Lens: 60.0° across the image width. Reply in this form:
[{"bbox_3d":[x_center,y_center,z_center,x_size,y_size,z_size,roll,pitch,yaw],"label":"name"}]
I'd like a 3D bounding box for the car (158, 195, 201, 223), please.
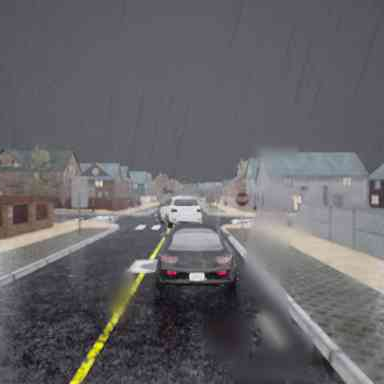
[{"bbox_3d":[-0.964,1.356,23.326,2.150,2.045,5.566,1,-1,-14],"label":"car"}]

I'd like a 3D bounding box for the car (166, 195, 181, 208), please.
[{"bbox_3d":[-2.926,1.492,54.737,2.150,2.045,5.566,0,0,1],"label":"car"}]

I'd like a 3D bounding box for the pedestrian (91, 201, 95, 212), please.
[{"bbox_3d":[-9.740,1.411,32.766,0.500,1.100,0.500,0,0,1],"label":"pedestrian"}]

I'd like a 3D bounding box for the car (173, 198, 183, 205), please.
[{"bbox_3d":[-2.871,1.895,68.752,1.994,1.385,4.181,0,0,0],"label":"car"}]

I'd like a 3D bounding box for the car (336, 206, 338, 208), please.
[{"bbox_3d":[12.781,1.976,29.537,4.181,1.385,1.994,1,1,1],"label":"car"}]

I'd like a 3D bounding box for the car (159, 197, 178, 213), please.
[{"bbox_3d":[-2.916,1.560,41.698,2.097,1.767,4.553,0,0,0],"label":"car"}]

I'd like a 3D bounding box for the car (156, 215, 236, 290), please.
[{"bbox_3d":[0.087,1.570,9.071,1.812,1.442,4.674,0,0,0],"label":"car"}]
